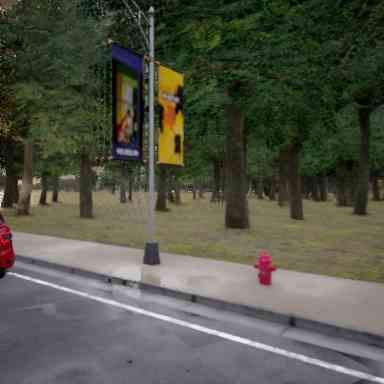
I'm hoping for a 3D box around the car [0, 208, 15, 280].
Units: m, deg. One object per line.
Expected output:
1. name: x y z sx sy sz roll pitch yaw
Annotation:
1. car: -6.738 1.189 8.478 5.566 2.045 2.150 0 0 35
